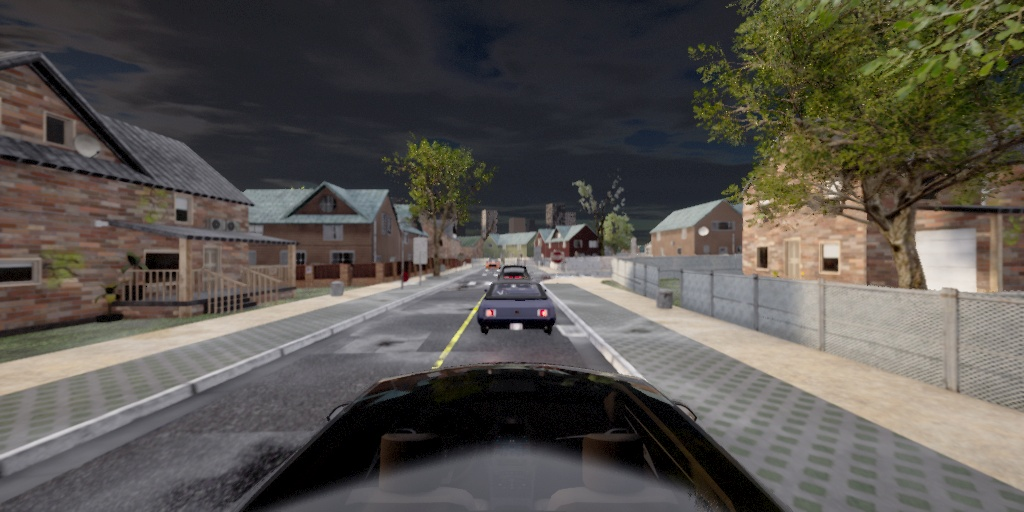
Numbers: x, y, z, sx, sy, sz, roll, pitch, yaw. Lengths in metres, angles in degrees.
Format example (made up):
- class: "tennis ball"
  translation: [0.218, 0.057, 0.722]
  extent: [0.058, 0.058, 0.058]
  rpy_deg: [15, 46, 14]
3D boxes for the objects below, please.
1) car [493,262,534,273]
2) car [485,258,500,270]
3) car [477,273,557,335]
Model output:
- class: "car"
  translation: [0.165, 1.264, 20.463]
  extent: [1.837, 1.490, 4.892]
  rpy_deg: [0, 0, 2]
- class: "car"
  translation: [-2.813, 1.102, 53.787]
  extent: [2.097, 1.767, 4.553]
  rpy_deg: [0, 0, 0]
- class: "car"
  translation: [0.105, 1.356, 10.548]
  extent: [1.895, 1.301, 4.718]
  rpy_deg: [0, 0, 0]
